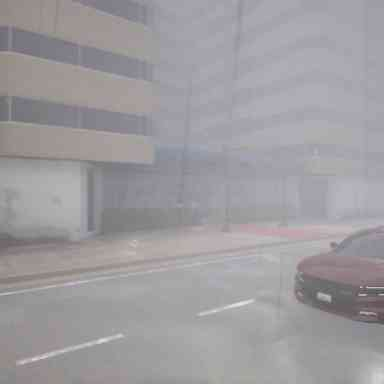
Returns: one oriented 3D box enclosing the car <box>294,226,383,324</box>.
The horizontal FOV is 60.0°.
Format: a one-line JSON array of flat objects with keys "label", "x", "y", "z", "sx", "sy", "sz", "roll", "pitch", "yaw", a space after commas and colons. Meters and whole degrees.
[{"label": "car", "x": 4.251, "y": 1.499, "z": 7.031, "sx": 5.008, "sy": 1.535, "sz": 1.882, "roll": 0, "pitch": 0, "yaw": -35}]
